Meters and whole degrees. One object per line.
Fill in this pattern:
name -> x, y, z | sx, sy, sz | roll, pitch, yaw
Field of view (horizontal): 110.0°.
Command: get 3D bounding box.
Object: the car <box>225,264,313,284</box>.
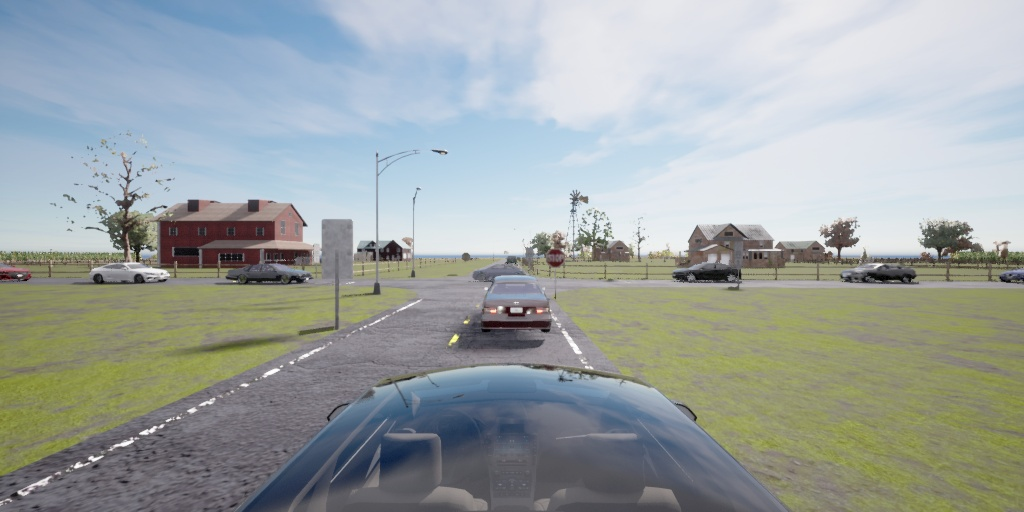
car -> -17.255, 1.245, 25.598 | 5.357, 1.411, 2.033 | 0, 0, 0

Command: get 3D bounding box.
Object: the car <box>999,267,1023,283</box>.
car -> 41.357, 1.434, 28.081 | 4.674, 1.442, 1.812 | 0, 0, 1

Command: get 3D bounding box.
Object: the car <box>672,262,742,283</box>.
car -> 15.321, 1.274, 28.308 | 5.008, 1.535, 1.882 | 0, 0, 0

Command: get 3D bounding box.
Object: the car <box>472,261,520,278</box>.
car -> -1.065, 1.307, 28.431 | 4.181, 1.385, 1.994 | 0, 0, 0

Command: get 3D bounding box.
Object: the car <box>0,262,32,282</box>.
car -> -37.788, 1.121, 25.761 | 5.008, 1.535, 1.882 | 0, 0, 1

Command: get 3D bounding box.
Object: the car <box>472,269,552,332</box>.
car -> 0.097, 1.296, 10.786 | 2.033, 1.411, 5.357 | 0, 0, 0

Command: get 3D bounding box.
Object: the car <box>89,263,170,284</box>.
car -> -27.350, 1.195, 25.679 | 4.674, 1.442, 1.812 | 0, 0, 1

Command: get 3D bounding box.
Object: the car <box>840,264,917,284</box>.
car -> 28.702, 1.341, 28.206 | 4.902, 1.511, 2.128 | 0, 0, 0
